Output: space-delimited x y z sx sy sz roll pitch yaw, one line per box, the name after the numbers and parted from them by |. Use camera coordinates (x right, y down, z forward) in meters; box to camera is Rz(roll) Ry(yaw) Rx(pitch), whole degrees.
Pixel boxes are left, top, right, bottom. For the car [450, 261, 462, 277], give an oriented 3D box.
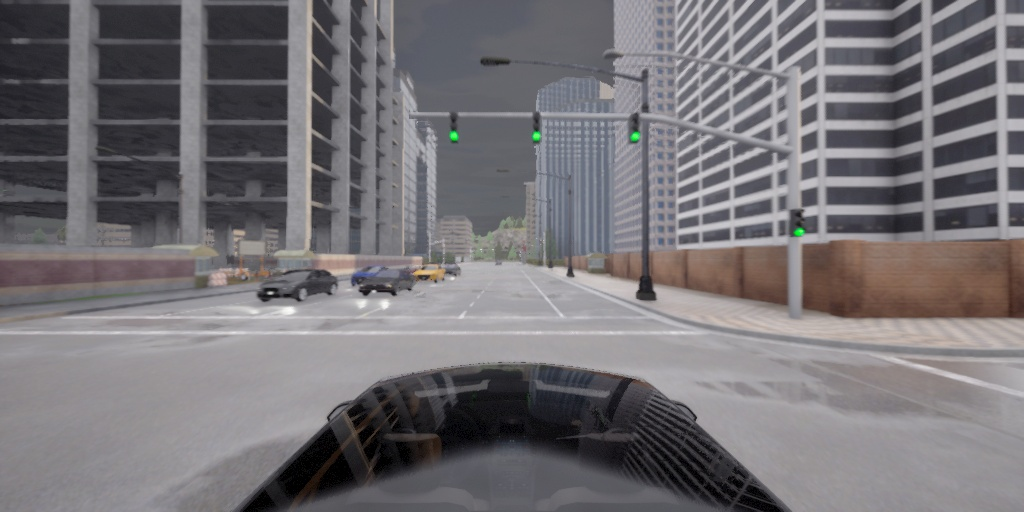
-7.029 1.657 41.974 2.033 1.411 5.357 0 -1 0 | car

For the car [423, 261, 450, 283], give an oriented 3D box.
-7.093 1.493 31.423 1.882 1.535 5.008 0 -1 0 | car

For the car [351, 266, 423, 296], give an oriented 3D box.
-7.106 1.470 21.112 2.033 1.411 5.357 0 0 0 | car

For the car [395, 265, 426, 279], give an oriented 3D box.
-10.560 1.672 37.707 1.895 1.301 4.718 0 -1 1 | car

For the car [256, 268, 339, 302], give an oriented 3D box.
-10.603 1.401 18.166 1.837 1.490 4.892 0 0 0 | car
